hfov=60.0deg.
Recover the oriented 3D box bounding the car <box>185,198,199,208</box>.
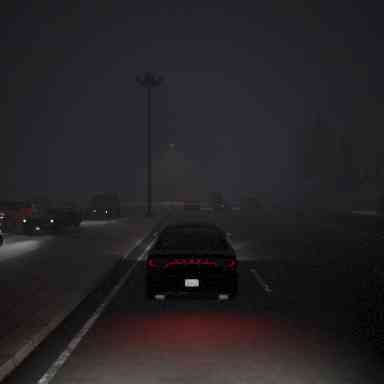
[{"bbox_3d":[-0.021,1.601,49.500,1.895,1.301,4.718,0,0,0],"label":"car"}]

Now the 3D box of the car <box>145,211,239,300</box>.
[{"bbox_3d":[-0.004,1.478,8.439,1.882,1.535,5.008,0,0,0],"label":"car"}]

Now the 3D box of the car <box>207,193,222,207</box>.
[{"bbox_3d":[3.479,1.221,49.501,2.150,2.045,5.566,0,0,0],"label":"car"}]

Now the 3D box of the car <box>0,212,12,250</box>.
[{"bbox_3d":[-8.082,1.564,10.817,1.994,1.385,4.181,0,0,0],"label":"car"}]

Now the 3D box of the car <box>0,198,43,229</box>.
[{"bbox_3d":[-11.526,1.352,20.659,2.097,1.767,4.553,0,0,0],"label":"car"}]

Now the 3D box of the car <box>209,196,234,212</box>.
[{"bbox_3d":[3.484,1.564,39.467,1.994,1.385,4.181,0,0,0],"label":"car"}]

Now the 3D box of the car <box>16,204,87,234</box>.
[{"bbox_3d":[-8.037,1.601,19.571,1.895,1.301,4.718,0,0,1],"label":"car"}]

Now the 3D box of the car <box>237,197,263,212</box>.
[{"bbox_3d":[6.984,1.352,39.439,2.097,1.767,4.553,0,0,0],"label":"car"}]

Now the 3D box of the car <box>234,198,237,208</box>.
[{"bbox_3d":[6.979,1.547,49.472,2.033,1.411,5.357,0,0,0],"label":"car"}]

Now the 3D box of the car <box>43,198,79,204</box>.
[{"bbox_3d":[-11.513,1.526,30.579,1.812,1.442,4.674,0,0,0],"label":"car"}]

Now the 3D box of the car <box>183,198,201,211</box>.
[{"bbox_3d":[-0.016,1.491,39.049,2.128,1.511,4.902,0,0,0],"label":"car"}]

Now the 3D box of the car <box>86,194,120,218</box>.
[{"bbox_3d":[-8.013,1.221,30.142,2.150,2.045,5.566,0,0,0],"label":"car"}]

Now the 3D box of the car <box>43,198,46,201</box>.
[{"bbox_3d":[-15.013,1.352,31.494,2.097,1.767,4.553,0,0,0],"label":"car"}]
